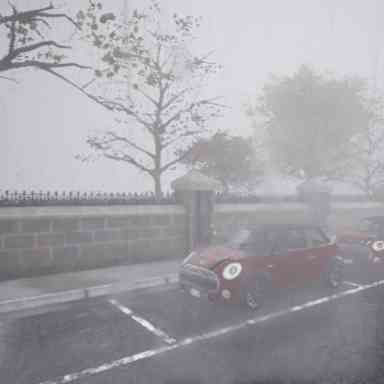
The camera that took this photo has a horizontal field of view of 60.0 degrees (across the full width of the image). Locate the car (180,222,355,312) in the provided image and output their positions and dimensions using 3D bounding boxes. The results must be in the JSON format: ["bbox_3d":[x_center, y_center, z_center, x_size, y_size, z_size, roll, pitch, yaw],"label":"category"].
[{"bbox_3d":[1.695,1.495,7.768,4.097,1.590,1.967,1,0,-36],"label":"car"}]

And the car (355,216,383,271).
[{"bbox_3d":[6.277,1.549,11.037,4.097,1.590,1.967,1,0,-36],"label":"car"}]
